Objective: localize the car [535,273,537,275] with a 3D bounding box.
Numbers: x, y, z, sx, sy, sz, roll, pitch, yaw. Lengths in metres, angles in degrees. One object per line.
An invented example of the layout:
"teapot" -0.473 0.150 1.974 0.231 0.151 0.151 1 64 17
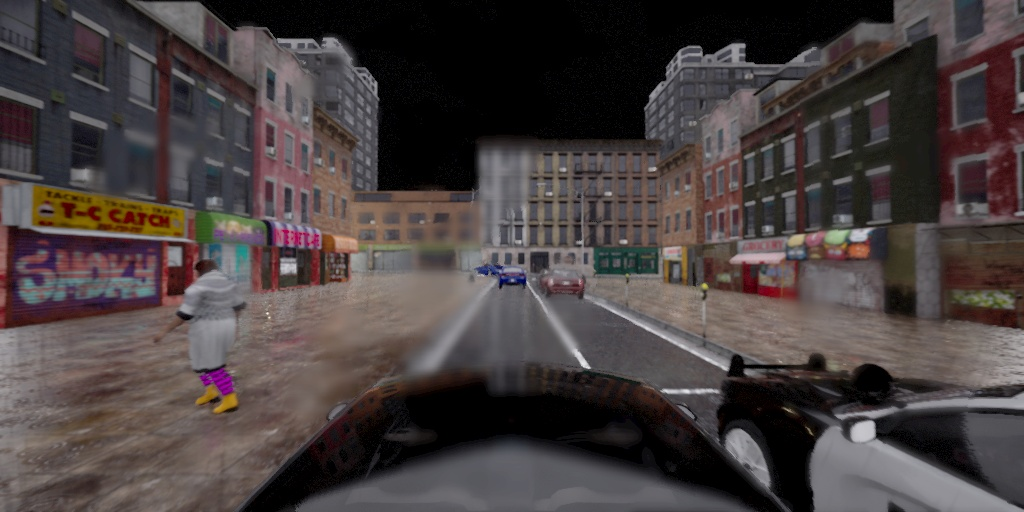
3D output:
"car" 2.626 1.519 24.784 2.007 1.370 4.403 0 0 0

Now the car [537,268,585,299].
"car" 2.629 1.355 19.280 1.967 1.591 4.097 0 0 0

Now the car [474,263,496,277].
"car" -2.706 1.586 42.319 1.882 1.535 5.008 4 -2 -37

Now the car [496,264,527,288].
"car" 0.057 1.458 26.019 1.882 1.535 5.008 0 0 0

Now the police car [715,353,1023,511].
"police car" 2.750 1.172 1.315 1.930 1.638 5.238 0 -1 0

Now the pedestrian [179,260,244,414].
"pedestrian" -3.623 0.916 4.333 0.375 1.860 0.375 0 -1 0
